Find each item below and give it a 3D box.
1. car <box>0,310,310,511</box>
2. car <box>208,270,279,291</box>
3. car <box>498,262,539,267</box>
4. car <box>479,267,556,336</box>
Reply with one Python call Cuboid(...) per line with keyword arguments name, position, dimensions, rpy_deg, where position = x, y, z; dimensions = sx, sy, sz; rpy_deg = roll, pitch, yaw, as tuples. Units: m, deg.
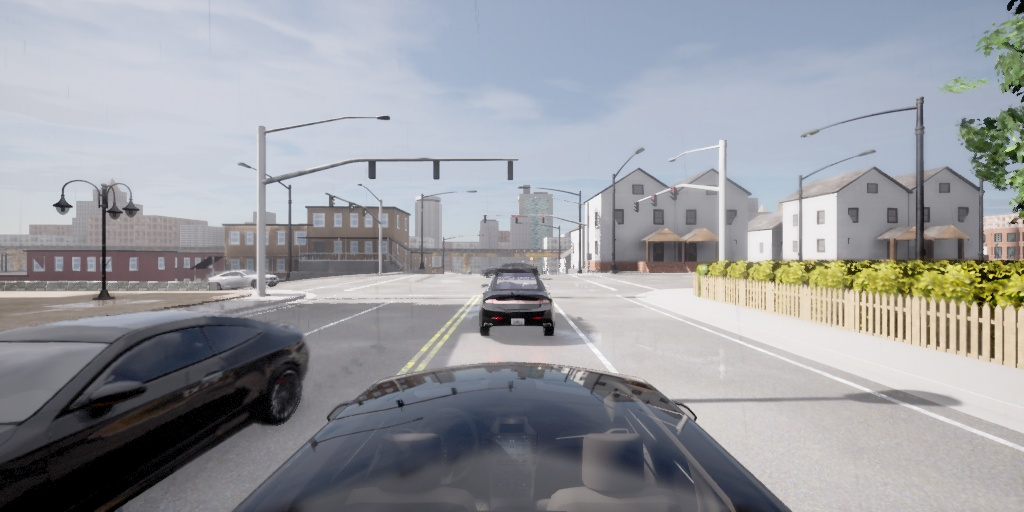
Cuboid(name="car", position=(-3.614, 1.276, 3.026), dimensions=(1.812, 1.442, 4.674), rpy_deg=(0, 0, 0))
Cuboid(name="car", position=(-19.659, 1.742, 26.244), dimensions=(4.674, 1.442, 1.812), rpy_deg=(-4, 0, 1))
Cuboid(name="car", position=(-0.134, 1.216, 30.204), dimensions=(4.892, 1.490, 1.837), rpy_deg=(0, 0, -1))
Cuboid(name="car", position=(0.118, 1.242, 10.372), dimensions=(2.128, 1.511, 4.902), rpy_deg=(0, 0, 0))
